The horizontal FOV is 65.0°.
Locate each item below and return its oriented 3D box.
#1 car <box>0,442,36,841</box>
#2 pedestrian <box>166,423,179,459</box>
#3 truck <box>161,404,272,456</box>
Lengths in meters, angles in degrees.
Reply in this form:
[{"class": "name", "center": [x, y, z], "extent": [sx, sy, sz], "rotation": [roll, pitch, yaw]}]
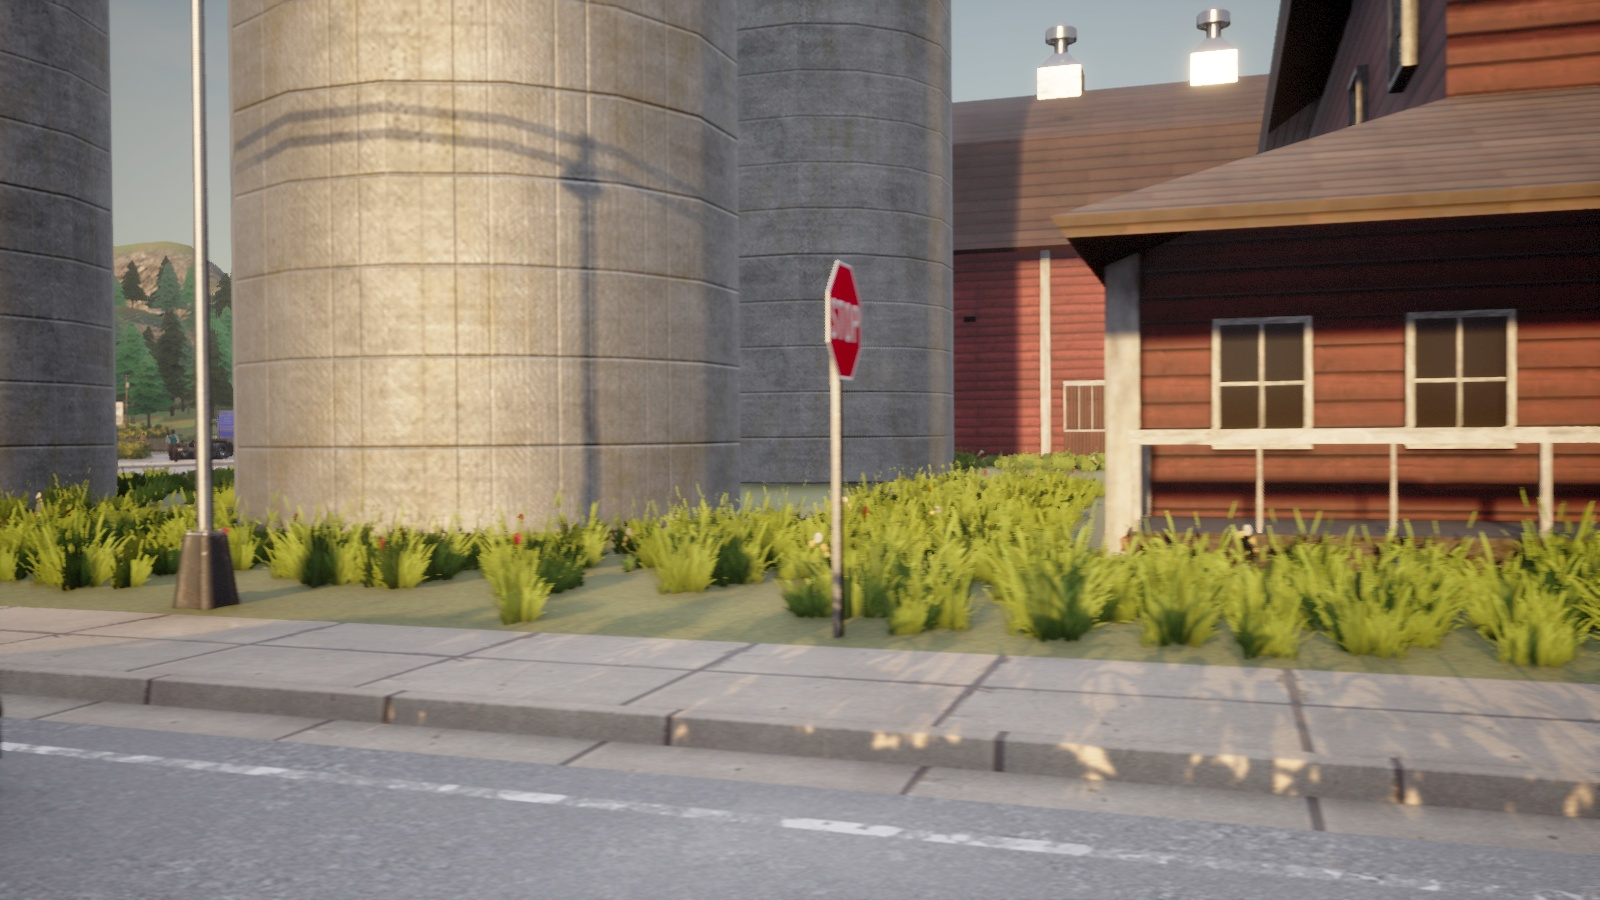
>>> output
[{"class": "car", "center": [-5.043, 0.747, 4.439], "extent": [3.705, 1.549, 1.789], "rotation": [0, 1, 9]}, {"class": "pedestrian", "center": [-34.201, -0.485, 68.409], "extent": [0.396, 1.930, 0.692], "rotation": [0, 1, -4]}, {"class": "truck", "center": [-40.334, -1.393, 87.143], "extent": [2.891, 3.462, 7.936], "rotation": [0, 1, 11]}]
